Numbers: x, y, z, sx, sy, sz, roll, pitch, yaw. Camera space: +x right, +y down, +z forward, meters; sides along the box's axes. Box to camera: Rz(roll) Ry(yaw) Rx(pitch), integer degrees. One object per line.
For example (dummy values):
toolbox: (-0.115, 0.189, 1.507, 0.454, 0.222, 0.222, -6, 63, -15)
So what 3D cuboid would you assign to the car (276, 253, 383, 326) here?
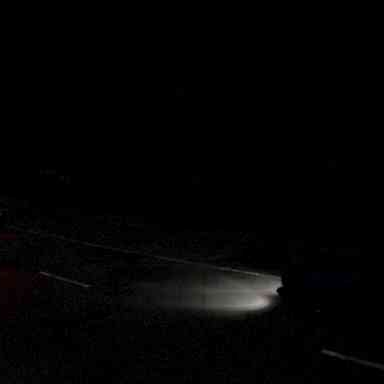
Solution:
car: (4.170, 1.544, 5.307, 5.357, 1.411, 2.033, 0, 0, 37)

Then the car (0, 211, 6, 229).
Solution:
car: (-10.794, 1.017, 15.988, 4.181, 1.385, 1.994, 5, 3, 35)
